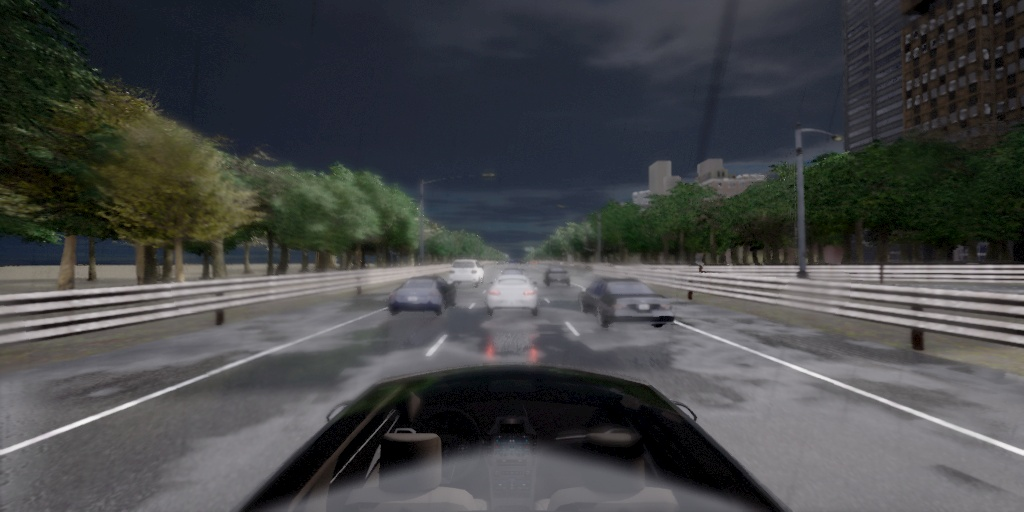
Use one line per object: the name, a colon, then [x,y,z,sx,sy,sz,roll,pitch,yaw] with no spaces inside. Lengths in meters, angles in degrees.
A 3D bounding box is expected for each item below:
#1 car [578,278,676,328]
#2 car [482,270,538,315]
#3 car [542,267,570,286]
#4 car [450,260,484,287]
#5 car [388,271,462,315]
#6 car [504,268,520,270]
car: [3.525,1.436,12.018,2.033,1.411,5.357,0,-1,1]
car: [0.051,1.447,14.380,1.812,1.442,4.674,0,-1,1]
car: [3.545,1.598,29.157,2.128,1.511,4.902,0,-1,1]
car: [-3.466,1.318,28.076,2.150,2.045,5.566,0,0,0]
car: [-3.451,1.487,14.522,1.994,1.385,4.181,0,-1,0]
car: [0.026,1.629,26.968,2.033,1.411,5.357,0,-1,0]
